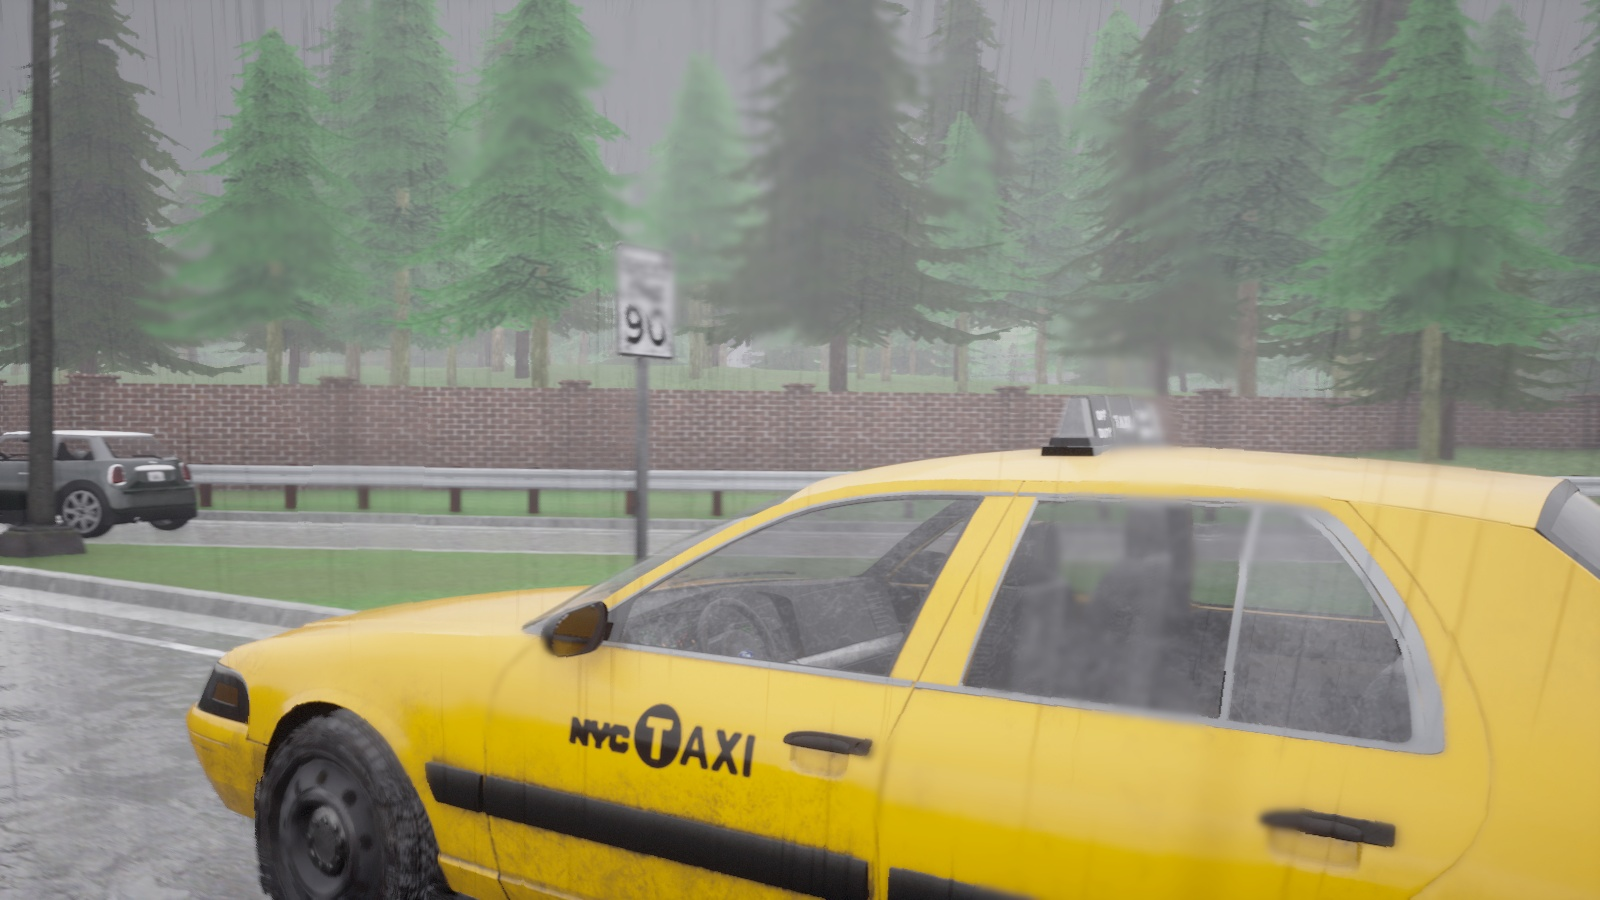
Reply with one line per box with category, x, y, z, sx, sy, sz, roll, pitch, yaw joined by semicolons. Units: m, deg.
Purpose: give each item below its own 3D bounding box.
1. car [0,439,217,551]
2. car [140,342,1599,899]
car;-10.722;0.605;18.051;3.806;1.475;1.970;0;1;12
car;0.690;0.624;3.167;5.366;1.575;1.801;0;1;34
